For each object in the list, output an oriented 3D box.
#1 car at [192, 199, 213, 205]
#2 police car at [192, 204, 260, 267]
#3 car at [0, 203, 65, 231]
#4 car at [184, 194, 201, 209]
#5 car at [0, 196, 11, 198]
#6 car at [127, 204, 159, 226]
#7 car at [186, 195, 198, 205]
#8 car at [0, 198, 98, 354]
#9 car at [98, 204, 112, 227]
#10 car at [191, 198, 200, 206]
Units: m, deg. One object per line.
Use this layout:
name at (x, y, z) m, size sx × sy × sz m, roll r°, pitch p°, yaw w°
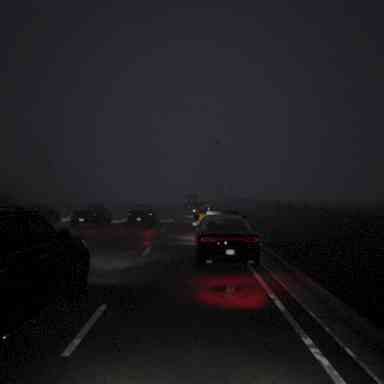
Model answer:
car at (1.056, 1.492, 21.765) m, size 1.801 × 1.575 × 5.366 m, roll 0°, pitch 0°, yaw 0°
police car at (1.053, 1.445, 11.685) m, size 1.930 × 1.638 × 5.238 m, roll 0°, pitch 0°, yaw 0°
car at (-10.394, 1.528, 22.059) m, size 2.128 × 1.511 × 4.902 m, roll 0°, pitch 0°, yaw 0°
car at (0.014, 1.300, 47.262) m, size 2.150 × 2.045 × 5.566 m, roll 0°, pitch 0°, yaw 0°
car at (-13.894, 1.260, 23.534) m, size 2.150 × 2.045 × 5.566 m, roll 0°, pitch 0°, yaw 0°
car at (-3.393, 1.565, 23.527) m, size 1.812 × 1.442 × 4.674 m, roll 0°, pitch 0°, yaw 0°
car at (0.018, 1.456, 62.149) m, size 2.097 × 1.767 × 4.553 m, roll 0°, pitch 0°, yaw 0°
car at (-3.398, 1.230, 5.214) m, size 2.150 × 2.045 × 5.566 m, roll 0°, pitch 0°, yaw 0°
car at (-6.893, 1.564, 23.045) m, size 1.812 × 1.442 × 4.674 m, roll 0°, pitch 0°, yaw 0°
car at (1.057, 1.552, 27.575) m, size 1.837 × 1.490 × 4.892 m, roll 0°, pitch 0°, yaw 0°
